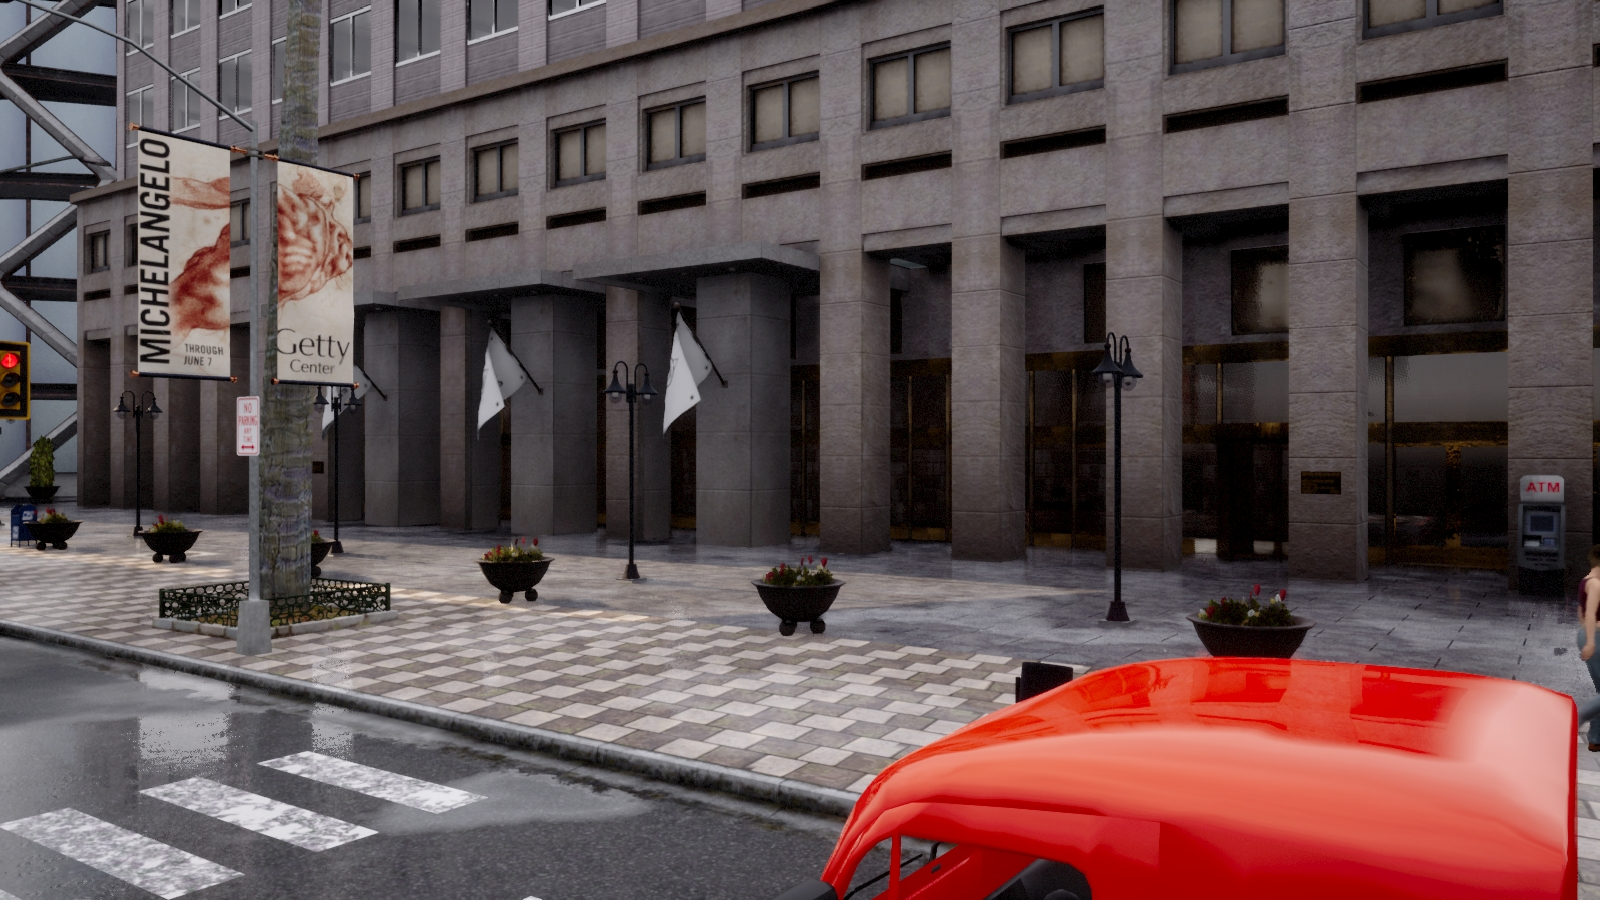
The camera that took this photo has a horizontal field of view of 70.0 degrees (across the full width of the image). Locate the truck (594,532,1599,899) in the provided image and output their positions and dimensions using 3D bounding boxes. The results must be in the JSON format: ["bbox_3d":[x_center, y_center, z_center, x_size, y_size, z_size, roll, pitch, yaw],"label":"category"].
[{"bbox_3d":[2.439,1.568,2.094,5.204,2.467,2.627,0,0,35],"label":"truck"}]

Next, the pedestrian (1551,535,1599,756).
[{"bbox_3d":[6.840,1.697,10.021,0.375,1.860,0.375,0,0,27],"label":"pedestrian"}]
